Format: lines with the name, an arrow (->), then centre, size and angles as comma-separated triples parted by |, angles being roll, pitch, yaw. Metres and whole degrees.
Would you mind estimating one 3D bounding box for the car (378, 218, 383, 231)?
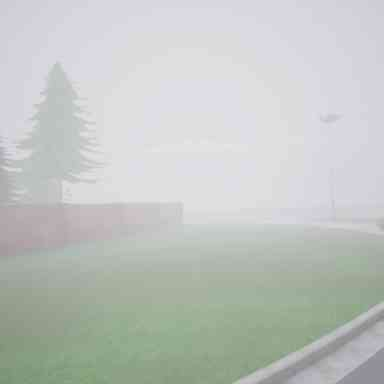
car -> 14.313, 2.014, 22.380 | 1.994, 1.385, 4.181 | -2, -2, 4
